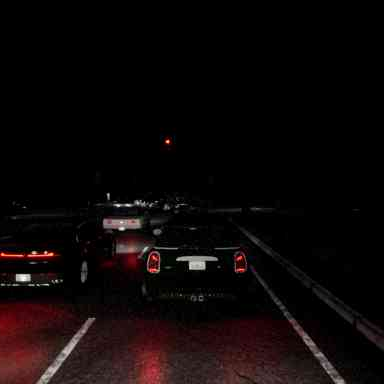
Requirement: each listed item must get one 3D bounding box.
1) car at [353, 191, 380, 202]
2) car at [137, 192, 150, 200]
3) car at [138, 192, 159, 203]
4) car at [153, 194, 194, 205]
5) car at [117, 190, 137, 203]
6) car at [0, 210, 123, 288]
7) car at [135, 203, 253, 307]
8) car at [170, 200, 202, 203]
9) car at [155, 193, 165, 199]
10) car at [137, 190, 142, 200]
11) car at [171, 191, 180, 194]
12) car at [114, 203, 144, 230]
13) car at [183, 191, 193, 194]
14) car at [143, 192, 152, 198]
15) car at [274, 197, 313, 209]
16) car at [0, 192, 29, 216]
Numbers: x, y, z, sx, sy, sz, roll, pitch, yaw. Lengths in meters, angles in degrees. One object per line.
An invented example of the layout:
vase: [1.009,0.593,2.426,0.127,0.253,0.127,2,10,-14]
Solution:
car: [21.877,0.922,39.734,5.566,2.045,2.150,0,1,-3]
car: [-10.732,0.894,73.537,2.128,1.511,4.902,0,1,-1]
car: [-7.200,1.105,56.020,2.033,1.411,5.357,0,1,0]
car: [-1.247,1.236,34.677,4.902,1.511,2.128,0,1,-3]
car: [-10.695,0.928,53.872,2.097,1.767,4.553,0,0,0]
car: [-3.415,1.468,9.145,1.837,1.490,4.892,0,0,0]
car: [0.088,1.323,8.092,2.097,1.767,4.553,0,0,0]
car: [0.061,1.388,17.289,2.128,1.511,4.902,0,0,1]
car: [-7.301,0.870,76.515,2.033,1.411,5.357,0,1,-1]
car: [-10.681,0.709,63.313,2.150,2.045,5.566,0,1,0]
car: [-4.139,0.681,85.397,1.882,1.535,5.008,0,1,-4]
car: [-3.435,1.487,18.466,1.895,1.301,4.718,0,1,0]
car: [-0.680,0.707,86.096,1.812,1.442,4.674,0,1,-4]
car: [-11.067,0.749,83.759,1.812,1.442,4.674,0,1,-2]
car: [12.126,1.306,39.167,4.718,1.301,1.895,0,1,-3]
car: [-17.538,1.009,29.636,5.566,2.045,2.150,0,0,4]
